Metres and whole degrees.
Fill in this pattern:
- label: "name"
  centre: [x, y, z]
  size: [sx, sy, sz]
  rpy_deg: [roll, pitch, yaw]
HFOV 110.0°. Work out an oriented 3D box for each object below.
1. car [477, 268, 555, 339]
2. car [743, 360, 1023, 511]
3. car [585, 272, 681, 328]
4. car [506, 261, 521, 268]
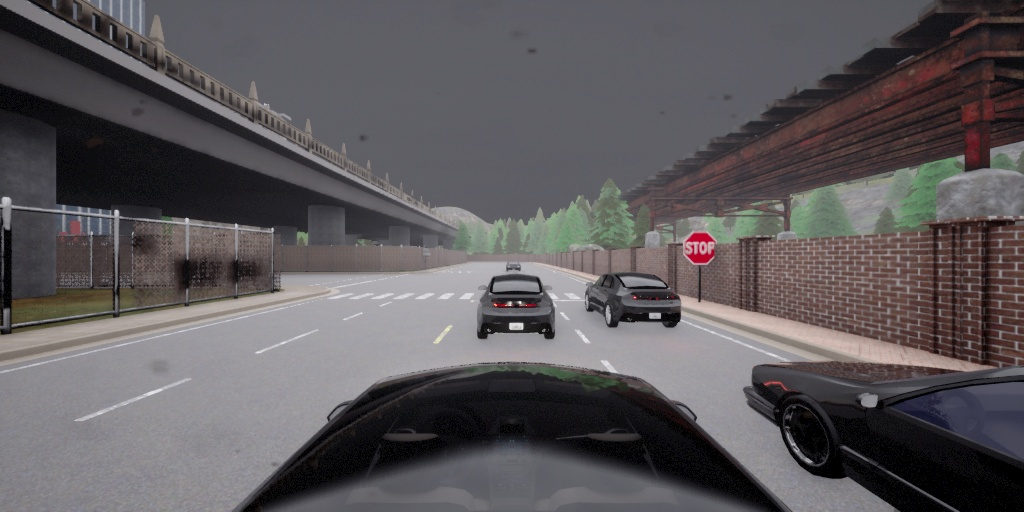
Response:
- label: "car"
  centre: [0.096, 1.255, 10.061]
  size: [1.837, 1.490, 4.892]
  rpy_deg: [0, 0, 0]
- label: "car"
  centre: [3.600, 1.297, 1.675]
  size: [2.033, 1.411, 5.357]
  rpy_deg: [0, 0, 0]
- label: "car"
  centre: [3.598, 1.255, 11.421]
  size: [1.837, 1.490, 4.892]
  rpy_deg: [0, 0, 0]
- label: "car"
  centre: [0.173, 1.351, 46.340]
  size: [1.895, 1.301, 4.718]
  rpy_deg: [0, 0, -1]
